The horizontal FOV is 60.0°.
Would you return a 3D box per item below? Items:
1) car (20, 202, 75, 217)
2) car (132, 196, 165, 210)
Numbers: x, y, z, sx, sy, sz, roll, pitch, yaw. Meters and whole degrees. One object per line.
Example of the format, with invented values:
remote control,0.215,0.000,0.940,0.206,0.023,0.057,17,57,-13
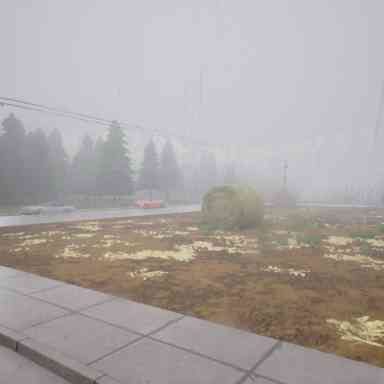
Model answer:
car,-13.752,1.627,31.823,1.895,1.301,4.718,0,0,37
car,-5.562,1.379,42.850,2.097,1.767,4.553,0,0,37
